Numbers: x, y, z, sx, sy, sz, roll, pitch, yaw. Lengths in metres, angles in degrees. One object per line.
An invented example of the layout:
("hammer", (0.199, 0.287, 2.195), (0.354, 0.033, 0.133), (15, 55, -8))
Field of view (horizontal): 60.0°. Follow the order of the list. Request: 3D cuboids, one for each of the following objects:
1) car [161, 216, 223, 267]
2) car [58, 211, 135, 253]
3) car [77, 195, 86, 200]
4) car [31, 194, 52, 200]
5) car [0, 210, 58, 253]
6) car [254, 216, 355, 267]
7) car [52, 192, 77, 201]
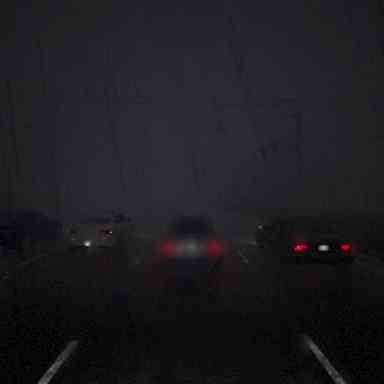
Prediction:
("car", (-0.014, 1.530, 11.343), (2.033, 1.411, 5.357), (0, 0, 0))
("car", (-3.530, 1.505, 13.522), (1.812, 1.442, 4.674), (0, 0, 0))
("car", (-31.038, 1.462, 87.593), (4.718, 1.301, 1.895), (0, 0, 32))
("car", (-37.276, 1.229, 83.248), (4.553, 1.767, 2.097), (0, 0, 28))
("car", (-7.030, 1.457, 13.645), (1.882, 1.535, 5.008), (0, 0, 0))
("car", (3.486, 1.530, 11.342), (2.033, 1.411, 5.357), (0, 0, 0))
("car", (-32.269, 1.097, 84.192), (5.566, 2.045, 2.150), (0, 0, 35))
